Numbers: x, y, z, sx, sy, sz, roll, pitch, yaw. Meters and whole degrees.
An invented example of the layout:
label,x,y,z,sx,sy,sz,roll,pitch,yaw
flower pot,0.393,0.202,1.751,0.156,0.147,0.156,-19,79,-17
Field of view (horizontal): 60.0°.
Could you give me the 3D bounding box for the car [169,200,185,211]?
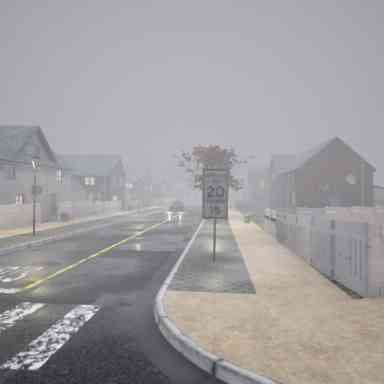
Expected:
label,x,y,z,sx,sy,sz,roll,pitch,yaw
car,-2.138,1.977,47.832,1.837,1.490,4.892,1,-1,5
